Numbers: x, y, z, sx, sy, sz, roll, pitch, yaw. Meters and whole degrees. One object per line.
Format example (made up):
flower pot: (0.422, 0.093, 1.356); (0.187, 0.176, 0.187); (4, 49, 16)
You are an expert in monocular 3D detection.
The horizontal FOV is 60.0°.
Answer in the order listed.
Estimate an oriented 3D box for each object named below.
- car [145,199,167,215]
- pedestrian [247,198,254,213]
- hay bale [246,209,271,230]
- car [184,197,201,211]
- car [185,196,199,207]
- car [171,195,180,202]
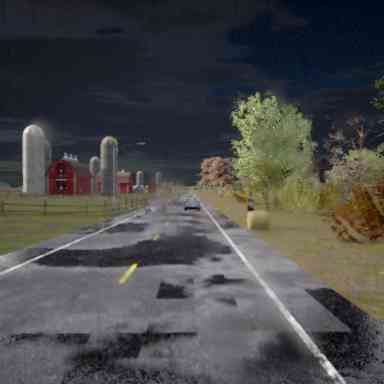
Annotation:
car: (-3.611, 1.486, 33.806); (2.128, 1.511, 4.902); (0, 0, 0)
pedestrian: (3.689, 1.298, 21.251); (0.375, 1.860, 0.375); (-1, 1, -2)
hay bale: (3.996, 1.652, 20.133); (1.220, 1.180, 1.240); (1, 1, 0)
car: (0.060, 1.557, 40.777); (1.994, 1.385, 4.181); (0, 0, 0)
car: (-0.025, 1.483, 51.934); (2.128, 1.511, 4.902); (0, 0, 0)
car: (-3.536, 1.433, 73.723); (1.837, 1.490, 4.892); (0, 0, 0)
